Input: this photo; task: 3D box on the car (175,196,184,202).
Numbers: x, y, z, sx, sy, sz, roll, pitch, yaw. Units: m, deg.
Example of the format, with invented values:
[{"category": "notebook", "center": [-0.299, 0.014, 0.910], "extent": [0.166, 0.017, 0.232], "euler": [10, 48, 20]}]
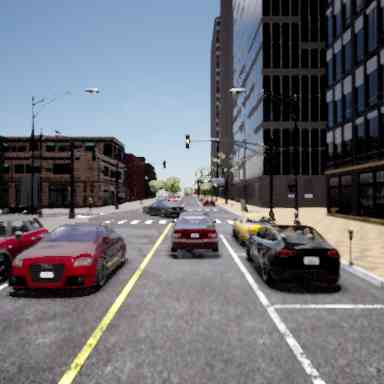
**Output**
[{"category": "car", "center": [-2.998, 1.653, 80.290], "extent": [1.895, 1.301, 4.718], "euler": [0, 0, 0]}]

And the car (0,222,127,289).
[{"category": "car", "center": [-3.087, 1.570, 9.068], "extent": [1.994, 1.385, 4.181], "euler": [0, 0, 0]}]

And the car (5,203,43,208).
[{"category": "car", "center": [-19.417, 1.829, 38.223], "extent": [4.313, 1.339, 1.947], "euler": [-1, 0, 1]}]

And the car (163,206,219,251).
[{"category": "car", "center": [0.100, 1.557, 14.030], "extent": [2.033, 1.411, 5.357], "euler": [0, 0, 0]}]

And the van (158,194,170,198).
[{"category": "van", "center": [-5.673, 1.389, 64.178], "extent": [1.690, 1.788, 3.998], "euler": [1, 0, 0]}]

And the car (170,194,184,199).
[{"category": "car", "center": [-3.016, 1.401, 64.869], "extent": [2.097, 1.767, 4.553], "euler": [0, 0, 0]}]

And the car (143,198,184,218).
[{"category": "car", "center": [-2.690, 1.569, 31.047], "extent": [2.033, 1.411, 5.357], "euler": [0, 0, -34]}]

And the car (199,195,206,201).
[{"category": "car", "center": [2.705, 1.591, 86.473], "extent": [1.752, 1.417, 4.829], "euler": [1, 0, 0]}]

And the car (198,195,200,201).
[{"category": "car", "center": [2.705, 1.587, 80.939], "extent": [1.752, 1.417, 4.829], "euler": [1, 0, 0]}]

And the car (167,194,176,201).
[{"category": "car", "center": [-5.672, 1.385, 91.849], "extent": [2.192, 1.841, 5.009], "euler": [1, 0, 0]}]

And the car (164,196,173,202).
[{"category": "car", "center": [-5.676, 1.627, 80.781], "extent": [1.947, 1.339, 4.313], "euler": [1, 0, 0]}]

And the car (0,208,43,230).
[{"category": "car", "center": [-5.677, 1.447, 9.557], "extent": [1.967, 1.590, 4.097], "euler": [1, 0, 0]}]

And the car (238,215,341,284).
[{"category": "car", "center": [2.668, 1.573, 9.503], "extent": [1.947, 1.339, 4.313], "euler": [1, 0, 0]}]

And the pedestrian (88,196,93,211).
[{"category": "pedestrian", "center": [-12.543, 1.387, 41.089], "extent": [0.375, 1.860, 0.375], "euler": [0, 0, 1]}]

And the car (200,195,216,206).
[{"category": "car", "center": [2.705, 1.479, 53.094], "extent": [1.967, 1.590, 4.097], "euler": [1, 0, 0]}]

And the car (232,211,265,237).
[{"category": "car", "center": [2.840, 1.536, 15.316], "extent": [1.752, 1.417, 4.829], "euler": [1, 0, 0]}]

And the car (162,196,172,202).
[{"category": "car", "center": [-5.677, 1.639, 75.246], "extent": [1.802, 1.307, 4.206], "euler": [1, 0, 0]}]
